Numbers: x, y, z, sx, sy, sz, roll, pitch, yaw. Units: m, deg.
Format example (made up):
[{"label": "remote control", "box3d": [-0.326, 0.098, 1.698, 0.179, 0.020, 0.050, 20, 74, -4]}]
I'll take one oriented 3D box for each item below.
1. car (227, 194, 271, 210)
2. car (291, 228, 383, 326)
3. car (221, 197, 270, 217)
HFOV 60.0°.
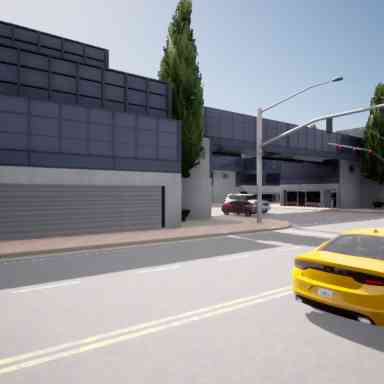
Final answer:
[{"label": "car", "box3d": [5.939, 1.220, 36.089, 2.150, 2.045, 5.566, 0, 0, -37]}, {"label": "car", "box3d": [4.168, 1.478, 6.815, 5.008, 1.535, 1.882, 0, 0, -36]}, {"label": "car", "box3d": [4.765, 1.526, 31.826, 1.812, 1.442, 4.674, 0, 0, -37]}]
